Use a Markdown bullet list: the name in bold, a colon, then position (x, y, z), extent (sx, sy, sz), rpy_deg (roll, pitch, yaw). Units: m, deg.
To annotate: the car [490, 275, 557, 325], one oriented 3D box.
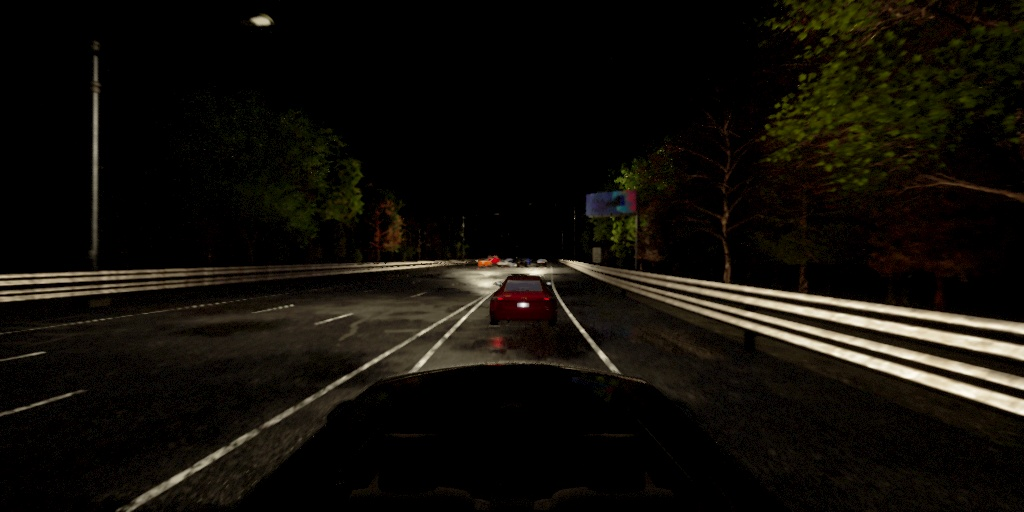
- **car**: position (0.387, 1.327, 11.899), extent (1.994, 1.385, 4.181), rpy_deg (0, 0, 2)
